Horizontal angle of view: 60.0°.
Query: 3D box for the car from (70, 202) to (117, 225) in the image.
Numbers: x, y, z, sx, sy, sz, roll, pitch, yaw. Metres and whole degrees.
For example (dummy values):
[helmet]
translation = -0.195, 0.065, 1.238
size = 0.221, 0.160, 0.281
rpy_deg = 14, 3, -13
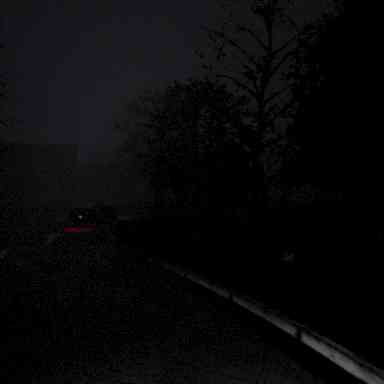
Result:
[car]
translation = -7.102, 1.463, 24.408
size = 1.882, 1.535, 5.008
rpy_deg = -1, 0, 6
